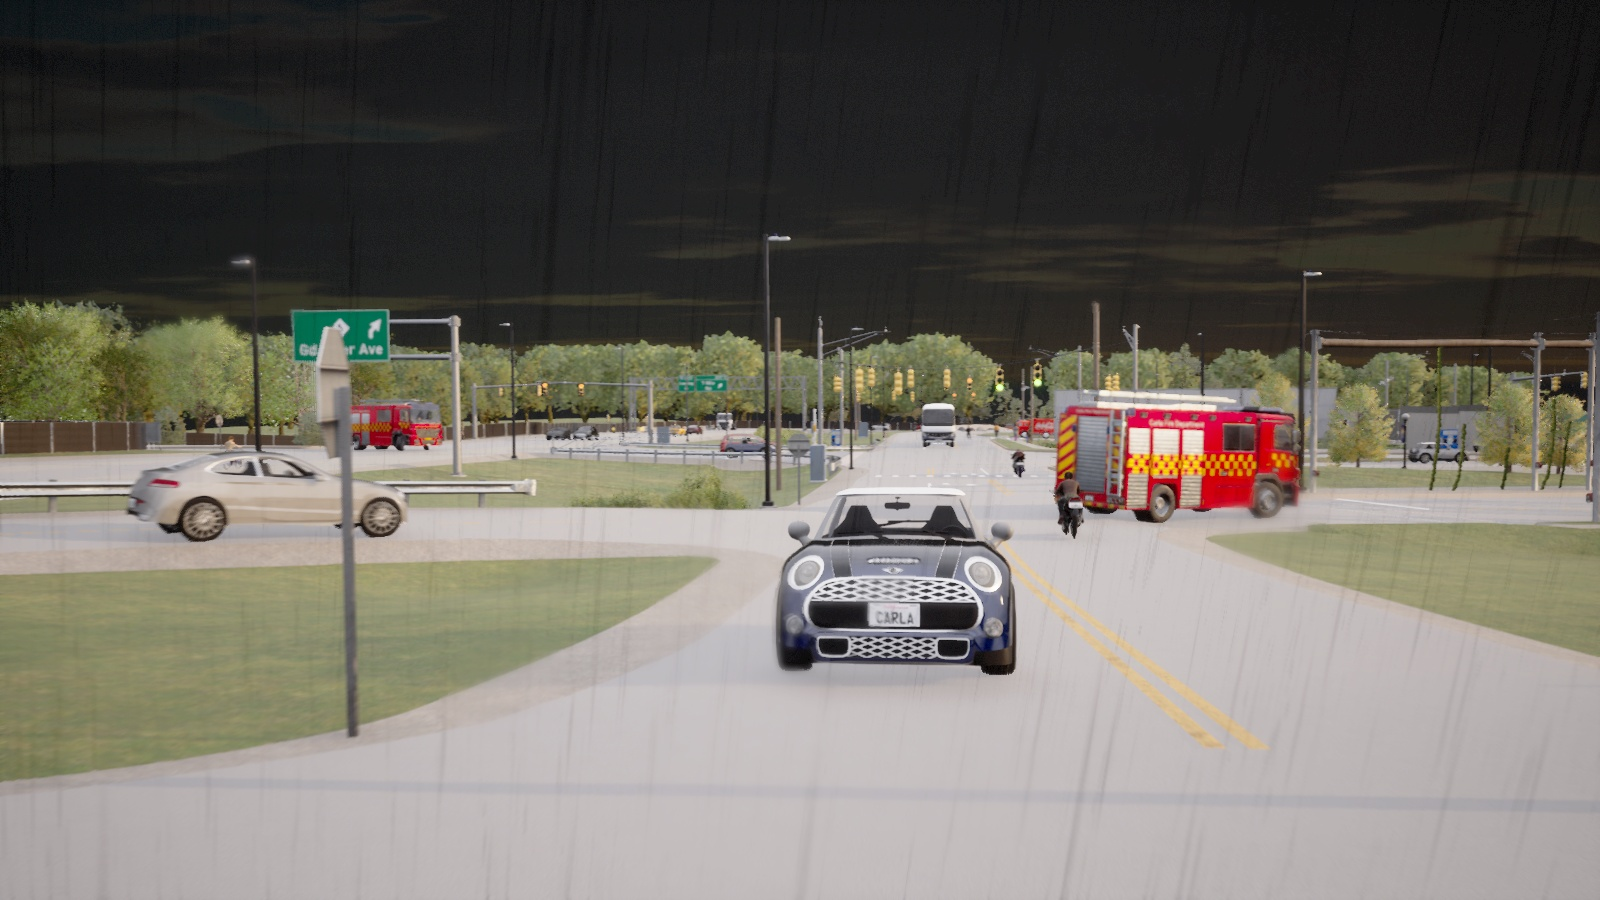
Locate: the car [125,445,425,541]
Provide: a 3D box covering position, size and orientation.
[{"bbox_3d":[-10.257,0.794,24.722,5.027,1.651,2.152,1,1,-39],"label":"car"}]

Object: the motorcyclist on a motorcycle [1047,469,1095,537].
[{"bbox_3d":[6.332,1.223,29.462,0.797,1.523,2.044,0,0,4],"label":"motorcyclist on a motorcycle"}]

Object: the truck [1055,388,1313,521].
[{"bbox_3d":[12.262,0.096,39.758,8.468,3.827,2.891,0,3,-33],"label":"truck"}]

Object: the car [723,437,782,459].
[{"bbox_3d":[-3.376,-0.161,89.524,3.806,1.475,1.970,0,2,10],"label":"car"}]

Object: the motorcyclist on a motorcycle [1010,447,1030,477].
[{"bbox_3d":[11.613,0.611,66.478,0.866,1.530,2.191,0,2,5],"label":"motorcyclist on a motorcycle"}]

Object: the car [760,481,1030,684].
[{"bbox_3d":[0.904,1.022,11.162,1.970,1.475,3.806,-1,-1,7],"label":"car"}]

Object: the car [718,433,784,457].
[{"bbox_3d":[-3.608,-0.406,93.301,4.611,1.667,2.242,0,2,4],"label":"car"}]
